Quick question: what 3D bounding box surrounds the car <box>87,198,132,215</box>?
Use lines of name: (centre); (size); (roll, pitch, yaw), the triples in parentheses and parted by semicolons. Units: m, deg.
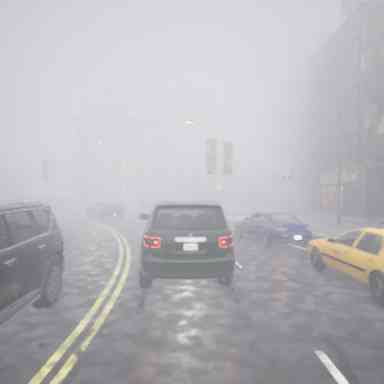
car: (-8.556, 1.394, 34.236); (4.902, 1.511, 2.128); (1, 0, 44)

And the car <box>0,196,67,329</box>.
car: (-3.660, 1.188, 4.858); (2.150, 2.045, 5.566); (1, 0, -2)

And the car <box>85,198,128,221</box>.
car: (-7.099, 1.425, 26.784); (1.837, 1.490, 4.892); (1, 0, -34)

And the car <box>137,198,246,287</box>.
car: (-0.321, 1.210, 9.467); (2.150, 2.045, 5.566); (1, 0, -6)

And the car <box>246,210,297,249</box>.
car: (3.455, 1.539, 14.739); (1.812, 1.442, 4.674); (0, 0, -13)

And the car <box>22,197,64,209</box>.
car: (-18.979, 1.361, 42.246); (5.357, 1.411, 2.033); (0, 0, 28)

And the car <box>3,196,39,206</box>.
car: (-24.860, 1.282, 48.352); (4.674, 1.452, 2.002); (0, 0, 21)

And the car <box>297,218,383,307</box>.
car: (4.495, 1.484, 7.974); (1.801, 1.575, 5.366); (0, 0, -4)
